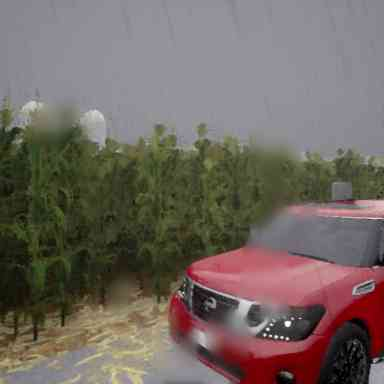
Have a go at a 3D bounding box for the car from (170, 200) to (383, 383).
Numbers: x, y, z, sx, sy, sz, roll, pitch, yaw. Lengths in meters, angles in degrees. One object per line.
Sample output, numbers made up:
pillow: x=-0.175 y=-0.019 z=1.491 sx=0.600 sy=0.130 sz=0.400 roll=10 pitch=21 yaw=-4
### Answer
car: x=2.360 y=1.188 z=5.171 sx=5.566 sy=2.045 sz=2.150 roll=-1 pitch=1 yaw=-36
